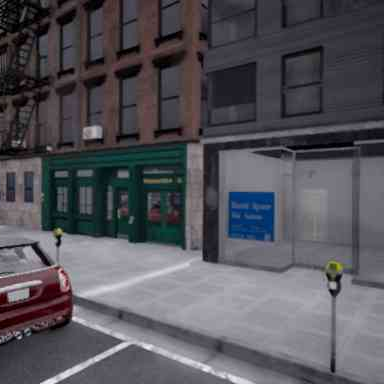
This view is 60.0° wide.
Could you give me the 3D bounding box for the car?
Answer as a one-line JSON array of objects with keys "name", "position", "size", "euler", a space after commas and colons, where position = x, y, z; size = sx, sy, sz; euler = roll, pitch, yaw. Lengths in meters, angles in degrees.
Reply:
[{"name": "car", "position": [-3.896, 1.392, 5.589], "size": [4.097, 1.590, 1.967], "euler": [1, 0, 36]}]
